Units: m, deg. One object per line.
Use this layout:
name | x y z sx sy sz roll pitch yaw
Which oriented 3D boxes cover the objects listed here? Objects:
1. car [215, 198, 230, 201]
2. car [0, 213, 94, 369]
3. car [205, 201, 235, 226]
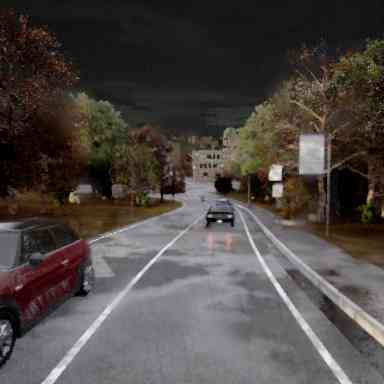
car | 3.930 1.446 42.649 1.812 1.442 4.674 0 0 3
car | -3.320 1.320 5.547 2.097 1.767 4.553 0 0 3
car | 2.021 1.568 23.336 1.895 1.301 4.718 1 0 7
